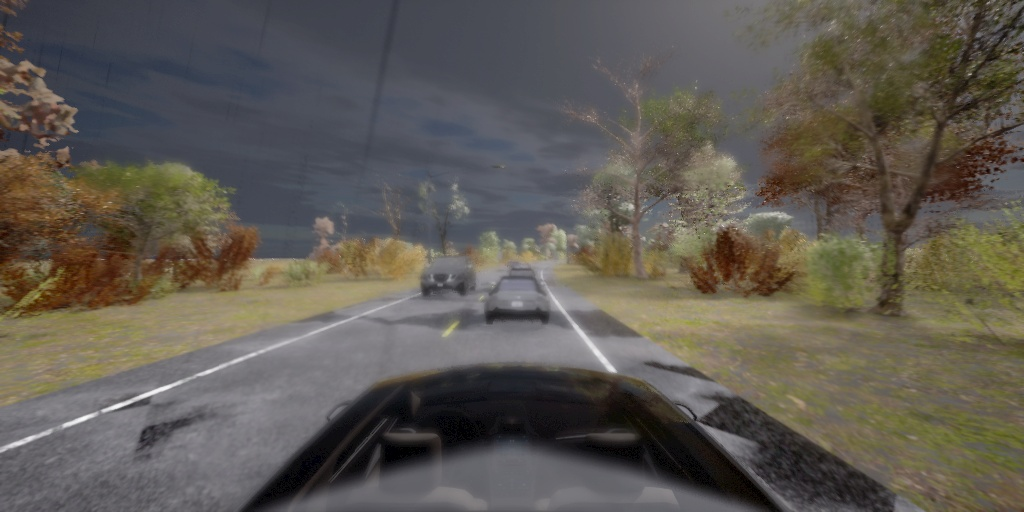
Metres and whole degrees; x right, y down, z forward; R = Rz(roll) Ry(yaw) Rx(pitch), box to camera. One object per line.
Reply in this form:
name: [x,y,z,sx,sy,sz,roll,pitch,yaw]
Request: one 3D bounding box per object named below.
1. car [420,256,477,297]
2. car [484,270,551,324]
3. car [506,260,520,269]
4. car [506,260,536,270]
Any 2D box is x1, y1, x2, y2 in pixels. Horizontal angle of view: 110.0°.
car: [-3.214,1.007,19.348,2.150,2.045,5.566,0,0,2]
car: [0.205,1.335,12.069,1.994,1.385,4.181,0,0,2]
car: [0.220,1.414,62.516,1.994,1.385,4.181,0,0,7]
car: [0.784,1.295,27.491,2.128,1.511,4.902,0,0,3]
